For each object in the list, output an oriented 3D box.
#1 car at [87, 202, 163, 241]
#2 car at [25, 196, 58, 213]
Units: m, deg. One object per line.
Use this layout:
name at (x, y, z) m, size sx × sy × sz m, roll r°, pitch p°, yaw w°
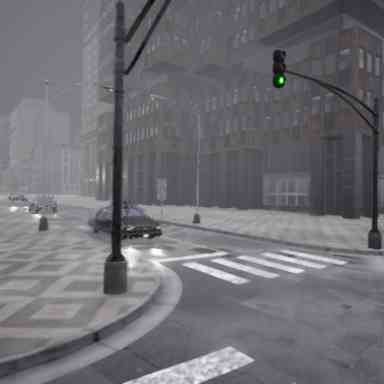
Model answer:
car at (-3.454, 1.412, 16.147) m, size 2.033 × 1.411 × 5.357 m, roll 1°, pitch 0°, yaw -35°
car at (-13.756, 1.114, 30.706) m, size 1.837 × 1.490 × 4.892 m, roll 1°, pitch 0°, yaw -35°
